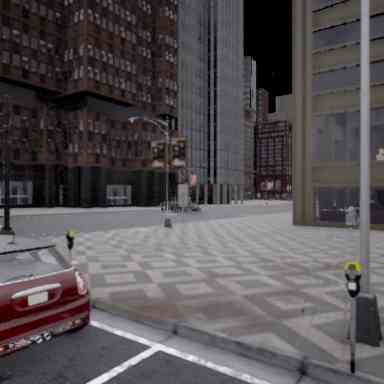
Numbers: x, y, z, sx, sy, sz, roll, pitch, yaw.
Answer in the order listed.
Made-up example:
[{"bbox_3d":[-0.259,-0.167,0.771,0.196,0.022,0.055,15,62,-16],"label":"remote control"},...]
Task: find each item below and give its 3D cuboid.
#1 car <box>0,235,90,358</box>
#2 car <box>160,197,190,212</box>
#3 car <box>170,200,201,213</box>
[{"bbox_3d":[-3.618,1.436,5.545,4.097,1.590,1.967,0,0,36],"label":"car"},{"bbox_3d":[-2.246,1.768,47.853,2.150,2.045,5.566,0,-1,35],"label":"car"},{"bbox_3d":[-0.552,2.094,44.621,1.994,1.385,4.181,0,-1,35],"label":"car"}]
